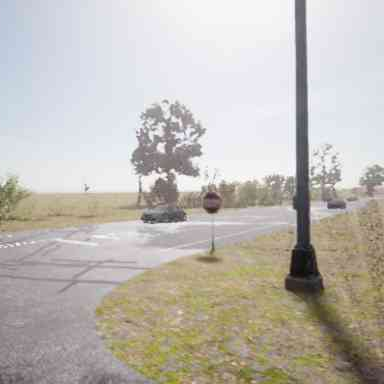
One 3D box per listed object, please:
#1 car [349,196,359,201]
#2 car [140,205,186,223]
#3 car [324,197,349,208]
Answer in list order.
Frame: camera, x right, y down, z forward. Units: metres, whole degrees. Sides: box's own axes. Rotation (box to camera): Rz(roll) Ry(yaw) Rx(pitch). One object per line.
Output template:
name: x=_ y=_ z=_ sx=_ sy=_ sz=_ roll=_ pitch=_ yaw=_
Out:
car: x=39.663 y=1.620 z=81.674 sx=1.994 sy=1.385 sz=4.181 roll=-1 pitch=0 yaw=34
car: x=-2.275 y=1.771 z=27.290 sx=1.994 sy=1.385 sz=4.181 roll=-1 pitch=0 yaw=35
car: x=21.624 y=1.670 z=49.631 sx=1.994 sy=1.385 sz=4.181 roll=-1 pitch=0 yaw=33
